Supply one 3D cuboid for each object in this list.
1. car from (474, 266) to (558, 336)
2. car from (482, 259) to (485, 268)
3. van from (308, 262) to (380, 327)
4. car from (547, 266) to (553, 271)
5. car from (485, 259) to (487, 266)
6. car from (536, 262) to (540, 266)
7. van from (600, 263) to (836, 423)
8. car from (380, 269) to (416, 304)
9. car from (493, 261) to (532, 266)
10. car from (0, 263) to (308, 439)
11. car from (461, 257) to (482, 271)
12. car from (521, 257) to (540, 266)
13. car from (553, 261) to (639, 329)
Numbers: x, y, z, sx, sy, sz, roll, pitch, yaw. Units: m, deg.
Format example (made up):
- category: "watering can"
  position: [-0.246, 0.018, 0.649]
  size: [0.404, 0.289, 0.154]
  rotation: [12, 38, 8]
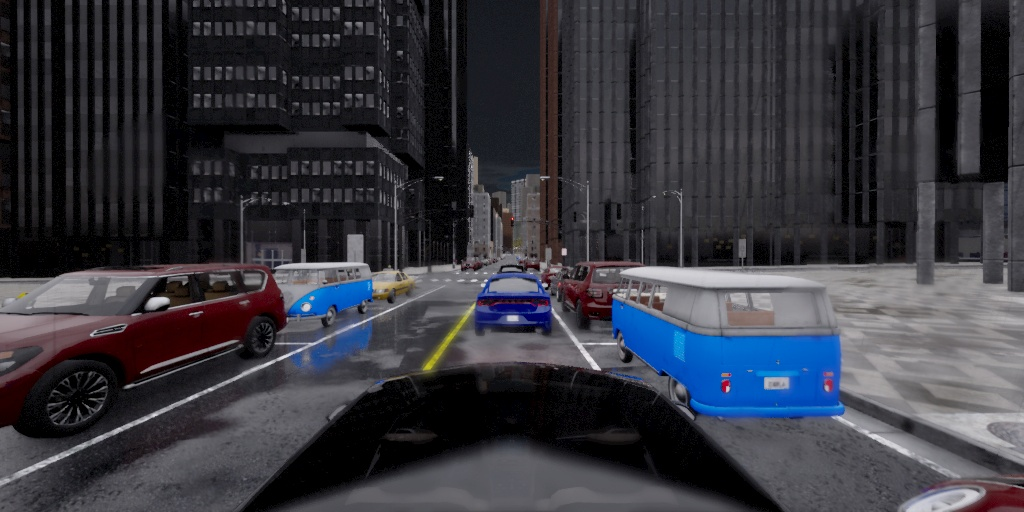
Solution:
- category: "car"
  position: [0.057, 1.227, 10.404]
  size: [1.882, 1.535, 5.008]
  rotation: [0, 0, 1]
- category: "car"
  position: [-5.770, 1.086, 54.858]
  size: [2.192, 1.841, 5.009]
  rotation: [0, 0, 0]
- category: "van"
  position: [-5.766, 1.090, 11.127]
  size: [1.690, 1.789, 3.998]
  rotation: [0, 0, 0]
- category: "car"
  position: [2.762, 1.300, 16.641]
  size: [2.007, 1.370, 4.403]
  rotation: [0, 0, 0]
- category: "car"
  position: [-5.770, 1.343, 60.501]
  size: [1.948, 1.339, 4.313]
  rotation: [0, 0, 0]
- category: "car"
  position: [2.760, 1.295, 22.166]
  size: [1.888, 1.381, 4.507]
  rotation: [0, 0, 0]
- category: "van"
  position: [2.766, 1.090, 5.590]
  size: [1.690, 1.789, 3.998]
  rotation: [0, 0, 0]
- category: "car"
  position: [-5.765, 1.275, 16.481]
  size: [1.751, 1.417, 4.829]
  rotation: [0, 0, 0]
- category: "car"
  position: [-0.002, 1.255, 20.774]
  size: [1.837, 1.490, 4.892]
  rotation: [0, 0, 0]
- category: "car"
  position: [-5.766, 1.064, 5.602]
  size: [2.192, 1.841, 5.009]
  rotation: [0, 0, 0]
- category: "car"
  position: [-5.769, 1.080, 49.215]
  size: [2.192, 1.841, 5.009]
  rotation: [0, 0, 0]
- category: "car"
  position: [2.756, 1.080, 49.207]
  size: [2.192, 1.841, 5.009]
  rotation: [0, 0, 0]
- category: "car"
  position: [2.764, 1.064, 11.116]
  size: [2.192, 1.841, 5.009]
  rotation: [0, 0, 0]
